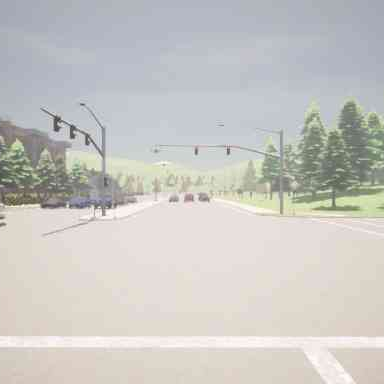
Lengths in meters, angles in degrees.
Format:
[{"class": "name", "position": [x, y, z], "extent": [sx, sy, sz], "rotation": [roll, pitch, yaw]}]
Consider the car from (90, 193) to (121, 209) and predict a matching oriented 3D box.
[{"class": "car", "position": [-11.785, 1.221, 45.694], "extent": [2.150, 2.045, 5.566], "rotation": [0, 0, -1]}]

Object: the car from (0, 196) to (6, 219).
[{"class": "car", "position": [-15.412, 1.221, 22.078], "extent": [5.566, 2.045, 2.150], "rotation": [0, 0, 0]}]

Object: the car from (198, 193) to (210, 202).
[{"class": "car", "position": [2.884, 1.500, 73.420], "extent": [1.837, 1.490, 4.892], "rotation": [0, 0, -1]}]

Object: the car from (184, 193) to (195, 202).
[{"class": "car", "position": [-0.609, 1.225, 72.995], "extent": [2.150, 2.045, 5.566], "rotation": [0, 0, -1]}]

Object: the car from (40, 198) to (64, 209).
[{"class": "car", "position": [-18.783, 1.547, 45.577], "extent": [2.033, 1.411, 5.357], "rotation": [0, 0, -1]}]

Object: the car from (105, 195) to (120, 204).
[{"class": "car", "position": [-15.510, 1.477, 64.970], "extent": [1.882, 1.535, 5.008], "rotation": [0, 0, 0]}]

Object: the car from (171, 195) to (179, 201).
[{"class": "car", "position": [-4.274, 1.488, 83.493], "extent": [1.812, 1.442, 4.674], "rotation": [0, 0, -1]}]

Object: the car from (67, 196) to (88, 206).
[{"class": "car", "position": [-18.917, 1.477, 55.308], "extent": [1.882, 1.535, 5.008], "rotation": [0, 0, -1]}]

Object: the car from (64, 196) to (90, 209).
[{"class": "car", "position": [-15.281, 1.477, 45.510], "extent": [1.882, 1.535, 5.008], "rotation": [0, 0, -1]}]

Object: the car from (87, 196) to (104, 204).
[{"class": "car", "position": [-19.008, 1.505, 65.741], "extent": [1.837, 1.490, 4.892], "rotation": [0, 0, -1]}]

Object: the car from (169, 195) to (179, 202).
[{"class": "car", "position": [-4.108, 1.540, 72.875], "extent": [2.033, 1.411, 5.357], "rotation": [0, 0, -1]}]

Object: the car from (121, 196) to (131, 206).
[{"class": "car", "position": [-11.920, 1.505, 55.373], "extent": [1.837, 1.490, 4.892], "rotation": [0, 0, -1]}]

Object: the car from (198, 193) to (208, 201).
[{"class": "car", "position": [2.724, 1.194, 83.644], "extent": [2.150, 2.045, 5.566], "rotation": [0, 0, -1]}]

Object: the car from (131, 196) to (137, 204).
[{"class": "car", "position": [-12.023, 1.547, 65.668], "extent": [2.033, 1.411, 5.357], "rotation": [0, 0, 0]}]

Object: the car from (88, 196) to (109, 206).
[{"class": "car", "position": [-15.415, 1.491, 54.915], "extent": [2.128, 1.511, 4.902], "rotation": [0, 0, -1]}]

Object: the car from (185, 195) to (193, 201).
[{"class": "car", "position": [-0.775, 1.464, 83.548], "extent": [1.837, 1.490, 4.892], "rotation": [0, 0, -1]}]
